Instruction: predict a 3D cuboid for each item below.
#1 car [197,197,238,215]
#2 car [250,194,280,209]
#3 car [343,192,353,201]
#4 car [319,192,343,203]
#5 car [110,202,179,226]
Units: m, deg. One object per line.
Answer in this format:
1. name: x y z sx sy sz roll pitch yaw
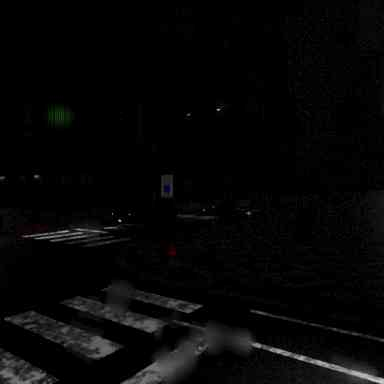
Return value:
1. car: 2.322 1.157 28.768 1.812 1.442 4.674 0 1 36
2. car: 8.129 0.976 36.868 1.882 1.535 5.008 0 1 36
3. car: 25.488 0.653 55.641 1.882 1.535 5.008 0 1 36
4. car: 19.600 0.814 47.417 1.837 1.490 4.892 0 1 36
5. car: -2.957 1.354 21.413 1.895 1.301 4.718 0 1 36
